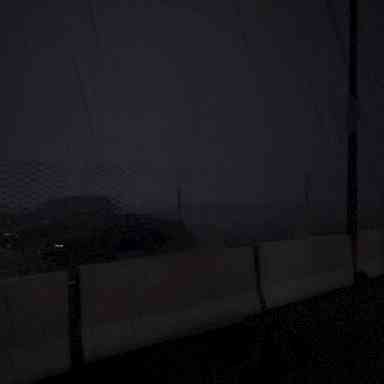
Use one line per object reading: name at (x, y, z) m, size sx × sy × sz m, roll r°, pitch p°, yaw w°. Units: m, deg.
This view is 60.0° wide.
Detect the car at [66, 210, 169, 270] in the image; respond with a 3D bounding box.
car at (-2.367, 1.473, 10.904) m, size 4.902 × 1.511 × 2.128 m, roll 0°, pitch 0°, yaw -36°

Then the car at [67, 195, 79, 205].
car at (-6.573, 1.203, 16.502) m, size 5.566 × 2.045 × 2.150 m, roll 0°, pitch 0°, yaw -36°

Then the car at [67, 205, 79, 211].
car at (-4.887, 1.462, 13.406) m, size 5.008 × 1.535 × 1.882 m, roll 0°, pitch 0°, yaw -36°
